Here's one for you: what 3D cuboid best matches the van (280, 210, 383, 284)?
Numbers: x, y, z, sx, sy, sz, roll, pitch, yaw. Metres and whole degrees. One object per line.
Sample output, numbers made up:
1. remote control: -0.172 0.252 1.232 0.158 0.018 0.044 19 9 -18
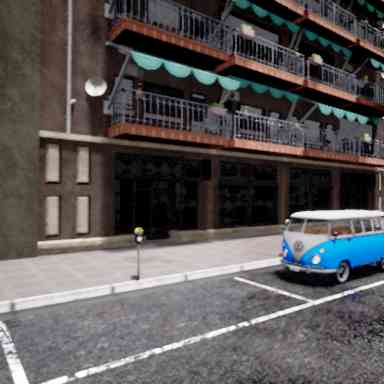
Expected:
1. van: 4.316 1.433 9.633 3.998 1.788 1.690 1 0 -35
